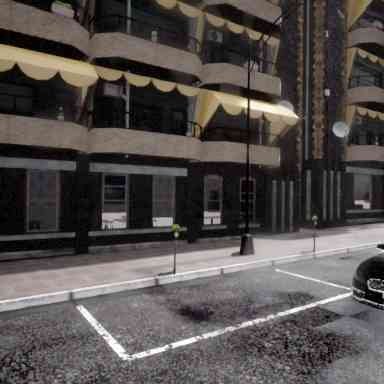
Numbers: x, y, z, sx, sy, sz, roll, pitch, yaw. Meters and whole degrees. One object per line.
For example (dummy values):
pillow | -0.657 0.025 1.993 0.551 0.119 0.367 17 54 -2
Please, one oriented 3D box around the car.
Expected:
car | 5.282 1.509 6.831 4.892 1.490 1.837 0 0 -33
